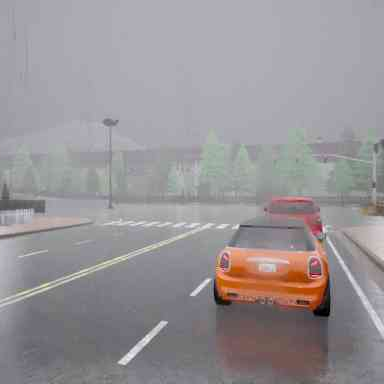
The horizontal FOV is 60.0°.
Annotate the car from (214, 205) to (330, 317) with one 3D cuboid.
[{"bbox_3d":[2.025,1.352,7.855,2.097,1.767,4.553,0,0,19],"label":"car"}]

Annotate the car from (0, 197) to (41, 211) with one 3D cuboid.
[{"bbox_3d":[-18.220,1.345,35.956,4.553,1.767,2.097,0,0,16],"label":"car"}]

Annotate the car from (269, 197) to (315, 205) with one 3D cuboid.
[{"bbox_3d":[4.220,1.221,14.123,2.150,2.045,5.566,0,0,16],"label":"car"}]

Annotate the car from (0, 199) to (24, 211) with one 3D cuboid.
[{"bbox_3d":[-23.413,1.539,41.105,4.718,1.301,1.895,1,0,16],"label":"car"}]
